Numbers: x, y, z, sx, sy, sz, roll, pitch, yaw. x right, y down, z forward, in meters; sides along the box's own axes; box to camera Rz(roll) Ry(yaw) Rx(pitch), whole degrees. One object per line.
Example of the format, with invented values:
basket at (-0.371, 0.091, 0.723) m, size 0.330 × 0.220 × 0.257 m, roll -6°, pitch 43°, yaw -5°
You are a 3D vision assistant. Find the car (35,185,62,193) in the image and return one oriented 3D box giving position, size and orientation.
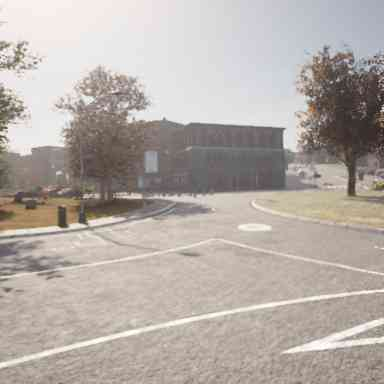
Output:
car at (-20.134, 0.004, 49.235) m, size 2.435 × 2.045 × 5.566 m, roll -1°, pitch 1°, yaw 15°

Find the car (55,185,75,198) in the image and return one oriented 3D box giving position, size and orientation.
car at (-17.699, 0.228, 47.547) m, size 2.231 × 1.521 × 4.892 m, roll -1°, pitch 1°, yaw 15°

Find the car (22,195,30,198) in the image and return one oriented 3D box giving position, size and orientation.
car at (-22.542, 0.029, 51.028) m, size 2.435 × 2.045 × 5.566 m, roll -1°, pitch 1°, yaw 16°
